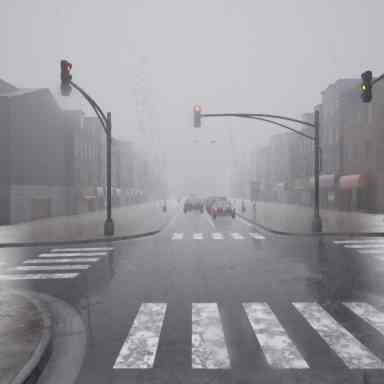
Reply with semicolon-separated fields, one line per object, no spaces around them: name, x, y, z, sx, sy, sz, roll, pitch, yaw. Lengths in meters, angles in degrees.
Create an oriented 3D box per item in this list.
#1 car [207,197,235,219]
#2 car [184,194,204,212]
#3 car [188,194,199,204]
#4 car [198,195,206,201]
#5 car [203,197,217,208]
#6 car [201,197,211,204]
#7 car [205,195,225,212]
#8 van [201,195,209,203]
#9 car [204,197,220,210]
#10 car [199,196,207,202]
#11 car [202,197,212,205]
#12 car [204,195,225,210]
car;2.693;1.473;29.621;1.967;1.590;4.097;-1;0;0
car;0.184;1.407;38.943;2.097;1.767;4.553;0;0;0
car;0.241;1.369;67.250;2.150;2.045;5.566;0;0;0
car;2.833;1.712;94.450;1.967;1.590;4.097;-1;0;0
car;2.740;1.531;51.231;1.967;1.590;4.097;-1;0;0
car;2.776;1.675;67.607;1.752;1.417;4.829;-1;0;0
car;2.715;1.374;40.426;2.192;1.841;5.009;-1;0;0
van;2.785;1.512;72.841;1.690;1.788;3.998;-1;0;0
car;2.728;1.514;45.828;1.967;1.590;4.097;-1;0;0
car;2.811;1.801;83.644;1.802;1.307;4.206;-1;0;0
car;2.764;1.654;62.205;1.752;1.417;4.829;-1;0;0
car;2.704;1.360;35.024;2.192;1.841;5.009;-1;0;0
